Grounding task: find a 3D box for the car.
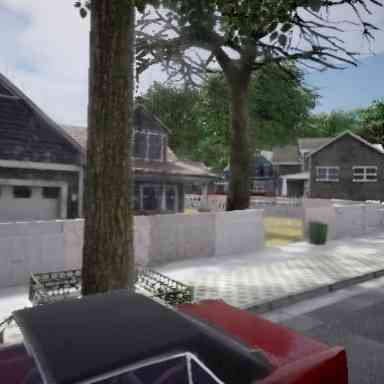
[{"bbox_3d":[-1.009,1.599,2.347,4.718,1.301,1.895,0,0,-35],"label":"car"}]
